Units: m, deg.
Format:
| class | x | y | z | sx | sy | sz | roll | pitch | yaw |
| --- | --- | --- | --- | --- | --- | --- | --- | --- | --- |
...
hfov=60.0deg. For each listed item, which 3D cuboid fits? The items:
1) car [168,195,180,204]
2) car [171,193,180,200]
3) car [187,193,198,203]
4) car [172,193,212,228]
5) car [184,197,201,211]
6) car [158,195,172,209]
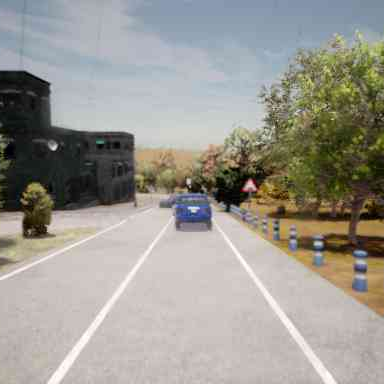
| class | x | y | z | sx | sy | sz | roll | pitch | yaw |
| --- | --- | --- | --- | --- | --- | --- | --- | --- | --- |
| car | -3.294 | 1.302 | 60.823 | 1.837 | 1.490 | 4.892 | 0 | 0 | 0 |
| car | -3.708 | 0.899 | 76.106 | 2.033 | 1.411 | 5.357 | 0 | 1 | -3 |
| car | 0.081 | 1.143 | 62.635 | 2.097 | 1.767 | 4.553 | 0 | 0 | 0 |
| car | 0.097 | 1.150 | 21.419 | 2.150 | 2.045 | 5.566 | 0 | 0 | 0 |
| car | 0.093 | 1.374 | 39.037 | 1.837 | 1.490 | 4.892 | 0 | 0 | 0 |
| car | -3.337 | 1.411 | 43.914 | 1.895 | 1.301 | 4.718 | 1 | 2 | 0 |
